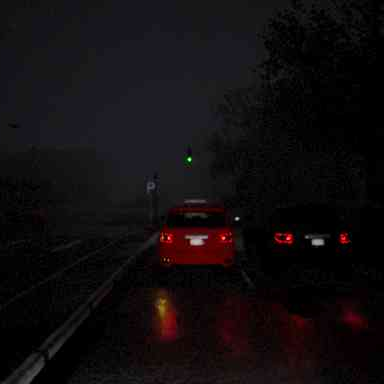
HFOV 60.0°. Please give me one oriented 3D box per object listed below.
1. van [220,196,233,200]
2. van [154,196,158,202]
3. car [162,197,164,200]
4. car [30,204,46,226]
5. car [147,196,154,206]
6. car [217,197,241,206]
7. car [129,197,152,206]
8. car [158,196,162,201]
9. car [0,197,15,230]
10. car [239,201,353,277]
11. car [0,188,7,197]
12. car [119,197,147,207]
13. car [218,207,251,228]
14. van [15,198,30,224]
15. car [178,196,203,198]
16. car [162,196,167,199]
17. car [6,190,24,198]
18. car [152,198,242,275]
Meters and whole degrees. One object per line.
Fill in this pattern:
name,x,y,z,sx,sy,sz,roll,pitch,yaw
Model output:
van,7.252,1.849,65.719,4.442,1.987,1.878,1,0,-14
van,-10.275,1.978,72.099,4.442,1.987,1.878,-1,-1,-14
car,-9.677,2.318,78.062,4.674,1.452,2.002,-1,-1,-13
car,-13.639,1.716,25.306,4.553,1.767,2.185,-1,-1,-19
car,-10.831,2.127,66.104,5.366,1.575,1.946,-1,-1,-15
car,7.634,1.984,68.687,4.553,1.767,2.185,1,-1,-14
car,-10.739,2.044,69.057,4.553,1.767,2.185,-1,-1,-14
car,-10.049,2.243,75.067,4.892,1.521,2.231,-1,-1,-14
car,-13.727,1.506,19.294,5.566,2.045,2.435,-1,-1,-20
car,3.115,1.371,10.953,2.150,2.045,5.566,0,-1,0
car,-31.185,0.239,54.053,2.435,2.045,5.566,6,-3,-19
car,-11.475,2.133,63.111,4.792,1.488,2.163,-1,-1,-15
car,3.198,1.916,25.664,1.994,1.385,4.181,0,-1,0
van,-13.613,1.573,22.330,4.442,1.987,1.878,-1,-1,-19
car,0.230,1.563,24.788,2.150,2.045,5.566,0,-1,1
car,-8.495,2.426,87.045,4.674,1.452,2.002,-1,-1,-12
car,-28.191,0.801,53.987,2.002,1.452,4.674,6,-3,-19
car,0.110,1.377,11.134,2.150,2.045,5.566,0,0,0
